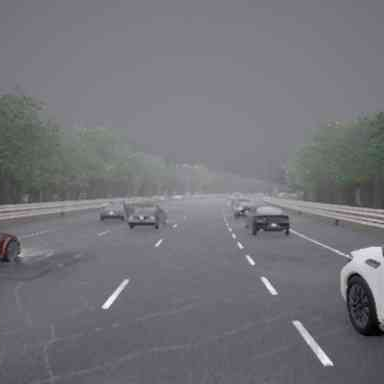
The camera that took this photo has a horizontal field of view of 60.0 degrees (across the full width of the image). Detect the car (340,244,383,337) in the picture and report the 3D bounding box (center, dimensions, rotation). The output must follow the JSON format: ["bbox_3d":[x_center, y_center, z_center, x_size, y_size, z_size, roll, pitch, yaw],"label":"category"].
[{"bbox_3d":[3.658,1.221,3.490,2.150,2.045,5.566,0,0,0],"label":"car"}]

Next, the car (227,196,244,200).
[{"bbox_3d":[5.538,1.539,39.517,2.033,1.411,5.357,0,0,6],"label":"car"}]

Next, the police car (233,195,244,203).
[{"bbox_3d":[10.028,1.510,71.218,2.038,1.542,4.974,0,0,10],"label":"police car"}]

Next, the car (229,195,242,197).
[{"bbox_3d":[6.754,1.519,50.122,1.812,1.442,4.674,0,0,7],"label":"car"}]

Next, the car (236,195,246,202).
[{"bbox_3d":[12.084,1.561,81.692,2.033,1.411,5.357,0,0,12],"label":"car"}]

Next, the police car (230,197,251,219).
[{"bbox_3d":[4.604,1.499,28.883,2.038,1.542,4.974,0,0,4],"label":"police car"}]

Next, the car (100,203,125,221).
[{"bbox_3d":[-5.916,1.550,26.946,1.994,1.385,4.181,0,0,4],"label":"car"}]

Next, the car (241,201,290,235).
[{"bbox_3d":[4.119,1.475,18.752,1.882,1.535,5.008,0,0,3],"label":"car"}]

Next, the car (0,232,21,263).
[{"bbox_3d":[-6.735,1.554,9.397,1.994,1.385,4.181,0,0,1],"label":"car"}]

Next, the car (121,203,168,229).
[{"bbox_3d":[-2.762,1.537,21.580,2.033,1.411,5.357,0,0,3],"label":"car"}]

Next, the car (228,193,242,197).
[{"bbox_3d":[8.256,1.219,60.722,2.150,2.045,5.566,0,0,9],"label":"car"}]
